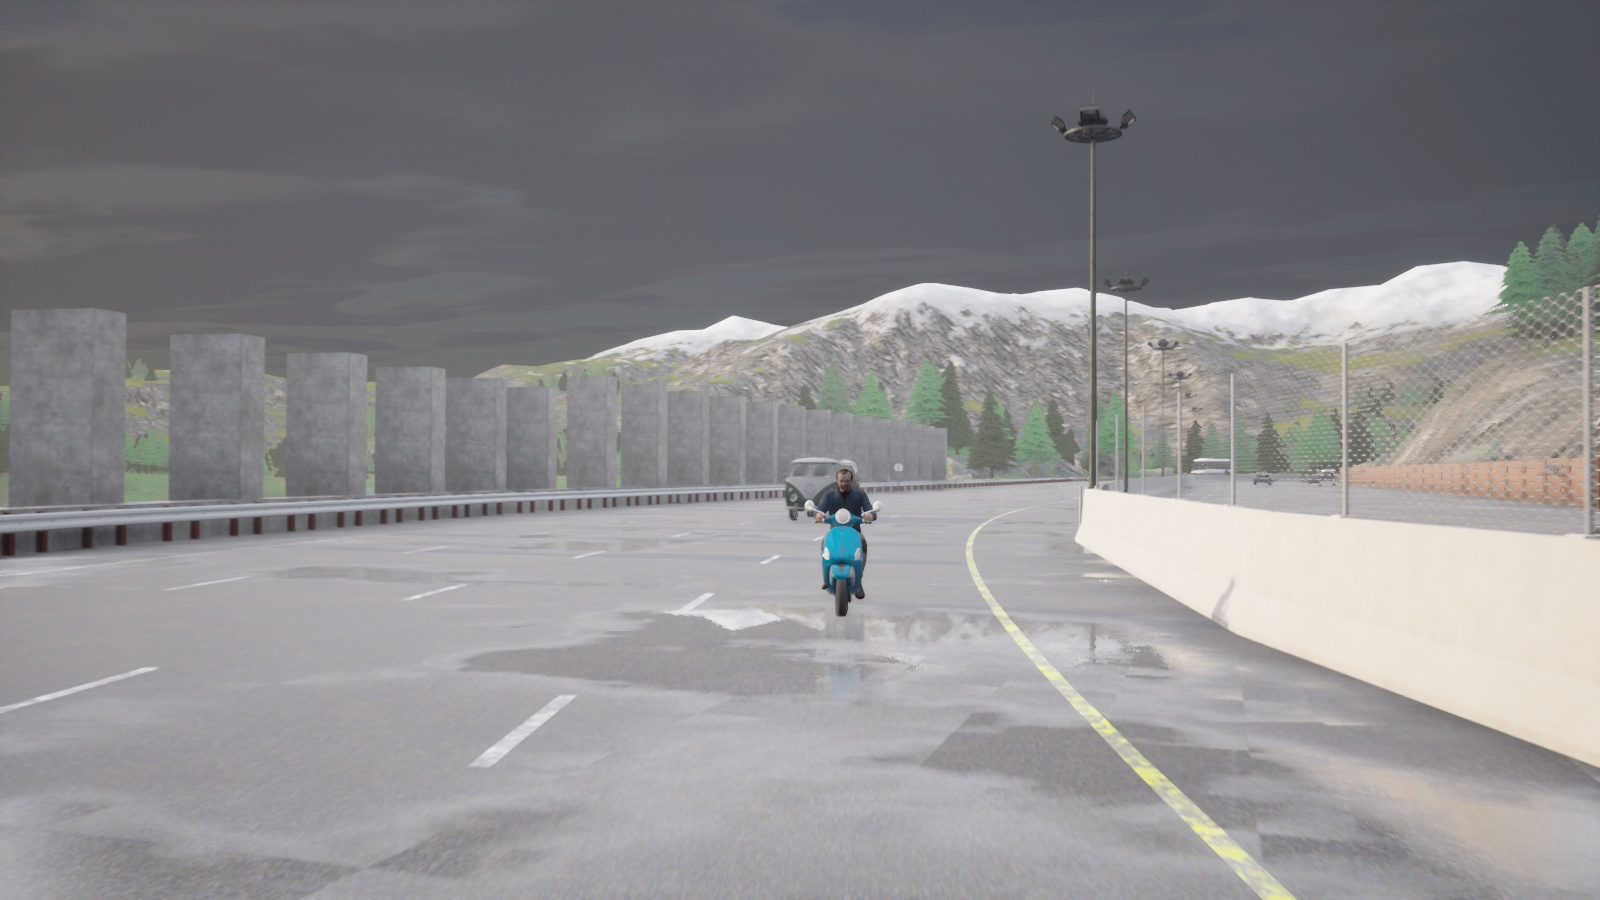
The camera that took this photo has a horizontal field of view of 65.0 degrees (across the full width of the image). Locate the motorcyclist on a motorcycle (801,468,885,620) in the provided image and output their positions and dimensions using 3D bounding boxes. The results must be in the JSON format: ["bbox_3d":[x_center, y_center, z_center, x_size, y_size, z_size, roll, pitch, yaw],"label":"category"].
[{"bbox_3d":[0.509,1.003,14.150,0.866,1.590,1.817,0,-1,4],"label":"motorcyclist on a motorcycle"}]

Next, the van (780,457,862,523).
[{"bbox_3d":[0.753,1.239,40.278,1.775,1.987,4.442,-1,-1,12],"label":"van"}]
